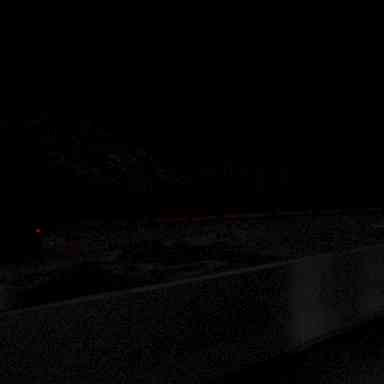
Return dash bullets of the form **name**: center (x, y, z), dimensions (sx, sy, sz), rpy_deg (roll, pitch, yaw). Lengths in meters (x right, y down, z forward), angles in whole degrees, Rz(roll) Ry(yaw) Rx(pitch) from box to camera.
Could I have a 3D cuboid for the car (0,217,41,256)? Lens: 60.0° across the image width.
- **car**: center (-7.518, 1.537, 11.494), dimensions (4.181, 1.385, 1.994), rpy_deg (0, 0, -36)
